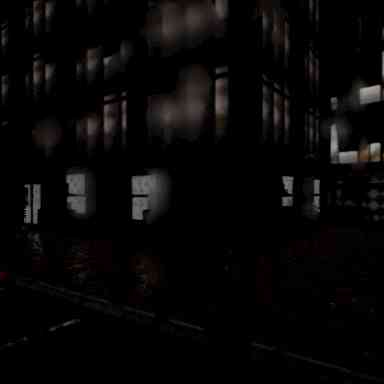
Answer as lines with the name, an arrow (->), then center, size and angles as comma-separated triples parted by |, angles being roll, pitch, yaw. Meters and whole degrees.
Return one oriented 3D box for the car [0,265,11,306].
car -> -5.207, 1.593, 6.587 | 4.206, 1.307, 1.802 | 0, 0, 35
